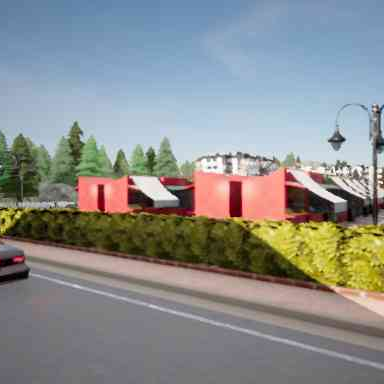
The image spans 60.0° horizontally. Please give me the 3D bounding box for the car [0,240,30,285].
[{"bbox_3d":[-6.219,1.575,8.380,5.357,1.411,2.033,0,0,36],"label":"car"}]
